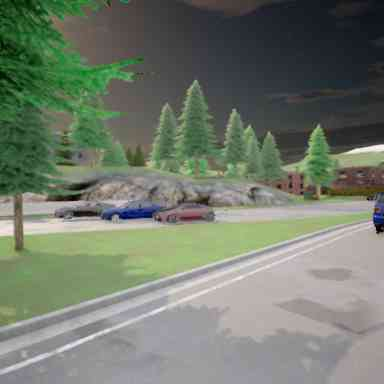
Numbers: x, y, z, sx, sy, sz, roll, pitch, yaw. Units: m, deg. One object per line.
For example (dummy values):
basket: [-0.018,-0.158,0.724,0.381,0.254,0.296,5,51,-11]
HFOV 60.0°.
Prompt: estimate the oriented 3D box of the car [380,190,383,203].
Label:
car: [27.849,0.594,45.486,4.553,1.767,2.097,-1,0,-37]

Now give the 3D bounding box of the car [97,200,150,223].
car: [-4.369,1.423,25.346,5.008,1.535,1.882,-2,1,-21]

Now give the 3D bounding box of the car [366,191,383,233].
car: [10.905,0.933,16.736,2.150,2.045,5.566,-1,0,44]

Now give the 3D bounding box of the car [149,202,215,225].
car: [-0.482,1.449,23.158,4.181,1.385,1.994,-1,0,-22]

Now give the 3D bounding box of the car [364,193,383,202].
car: [28.082,0.814,50.042,4.718,1.301,1.895,-1,0,-37]

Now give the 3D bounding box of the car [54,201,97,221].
car: [-8.718,1.505,27.406,4.902,1.511,2.128,-1,0,-21]
